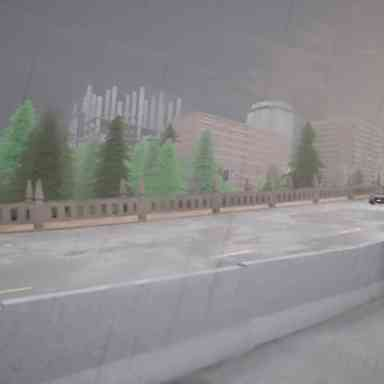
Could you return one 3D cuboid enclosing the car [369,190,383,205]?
[{"bbox_3d":[17.227,0.442,28.940,4.181,1.385,1.994,-3,2,-35],"label":"car"}]
